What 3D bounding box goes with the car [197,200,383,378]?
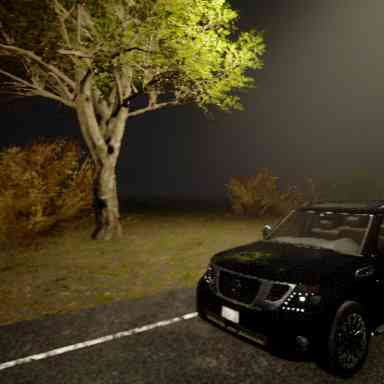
[{"bbox_3d":[2.726,1.201,5.869,5.566,2.045,2.150,0,0,-36],"label":"car"}]
